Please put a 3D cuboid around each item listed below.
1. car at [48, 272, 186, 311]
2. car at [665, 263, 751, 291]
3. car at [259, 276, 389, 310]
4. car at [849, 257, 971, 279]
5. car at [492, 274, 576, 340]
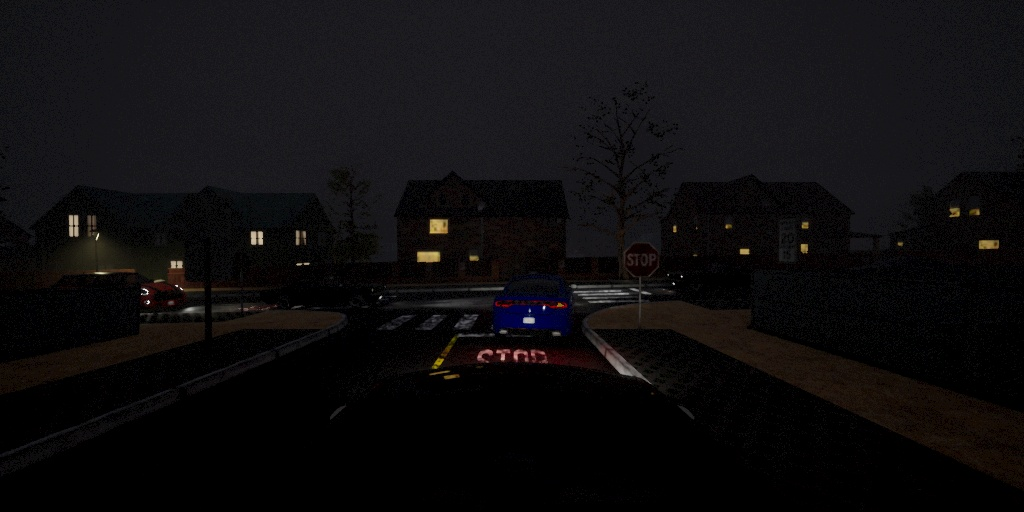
[{"bbox_3d":[-16.807,1.472,15.292,4.553,1.767,2.097,-1,1,0],"label":"car"},{"bbox_3d":[10.401,1.034,18.244,4.718,1.301,1.895,-1,1,-1],"label":"car"},{"bbox_3d":[-7.820,1.506,15.305,4.718,1.301,1.895,-1,1,0],"label":"car"},{"bbox_3d":[20.046,0.753,18.286,5.357,1.411,2.033,-1,1,0],"label":"car"},{"bbox_3d":[0.781,1.226,10.103,1.882,1.535,5.008,0,0,10],"label":"car"}]
